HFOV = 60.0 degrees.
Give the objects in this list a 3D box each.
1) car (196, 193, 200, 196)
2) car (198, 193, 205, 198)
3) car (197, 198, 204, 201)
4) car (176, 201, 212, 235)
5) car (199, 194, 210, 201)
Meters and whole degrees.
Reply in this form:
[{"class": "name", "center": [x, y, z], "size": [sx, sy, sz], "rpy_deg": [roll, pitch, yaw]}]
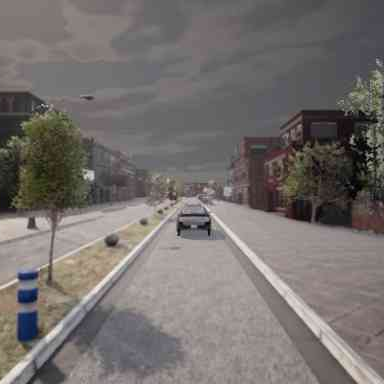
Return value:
[{"class": "car", "center": [3.006, 1.362, 94.613], "size": [2.435, 2.045, 5.566], "rpy_deg": [0, 0, 0]}, {"class": "car", "center": [3.003, 1.607, 72.614], "size": [2.231, 1.521, 4.892], "rpy_deg": [0, 0, 0]}, {"class": "car", "center": [0.096, 1.658, 37.448], "size": [1.895, 1.301, 4.718], "rpy_deg": [0, 0, 0]}, {"class": "car", "center": [0.101, 1.508, 19.024], "size": [2.128, 1.511, 4.902], "rpy_deg": [0, 0, 0]}, {"class": "car", "center": [3.003, 1.601, 66.967], "size": [2.231, 1.521, 4.892], "rpy_deg": [0, 0, 0]}]
